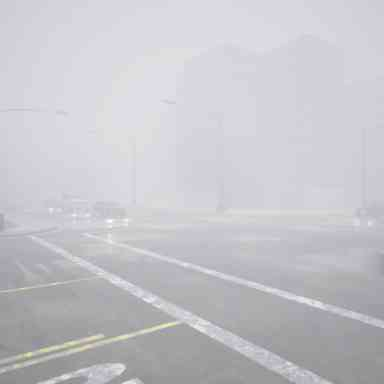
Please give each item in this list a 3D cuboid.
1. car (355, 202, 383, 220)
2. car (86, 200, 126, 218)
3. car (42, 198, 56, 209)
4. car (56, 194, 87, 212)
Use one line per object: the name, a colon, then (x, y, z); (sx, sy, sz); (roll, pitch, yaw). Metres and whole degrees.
car: (16.481, 1.604, 29.726); (4.902, 1.511, 2.128); (1, -1, -38)
car: (-7.705, 1.504, 30.470); (1.837, 1.490, 4.892); (0, 0, -36)
car: (-19.608, 1.563, 46.636); (1.994, 1.385, 4.181); (0, 0, -36)
car: (-13.638, 1.221, 38.523); (2.150, 2.045, 5.566); (0, 0, -36)
